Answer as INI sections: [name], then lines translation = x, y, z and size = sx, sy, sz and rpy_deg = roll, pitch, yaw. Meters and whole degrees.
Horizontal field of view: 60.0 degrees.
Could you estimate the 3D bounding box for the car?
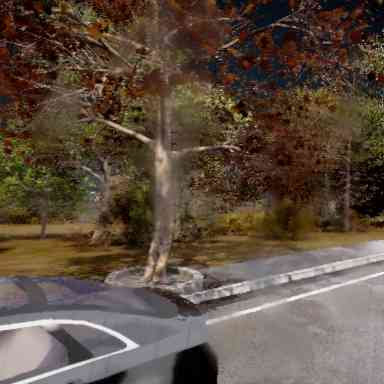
[car]
translation = -2.028, 1.490, 2.239
size = 4.902, 1.511, 2.128
rpy_deg = 0, 0, -36
